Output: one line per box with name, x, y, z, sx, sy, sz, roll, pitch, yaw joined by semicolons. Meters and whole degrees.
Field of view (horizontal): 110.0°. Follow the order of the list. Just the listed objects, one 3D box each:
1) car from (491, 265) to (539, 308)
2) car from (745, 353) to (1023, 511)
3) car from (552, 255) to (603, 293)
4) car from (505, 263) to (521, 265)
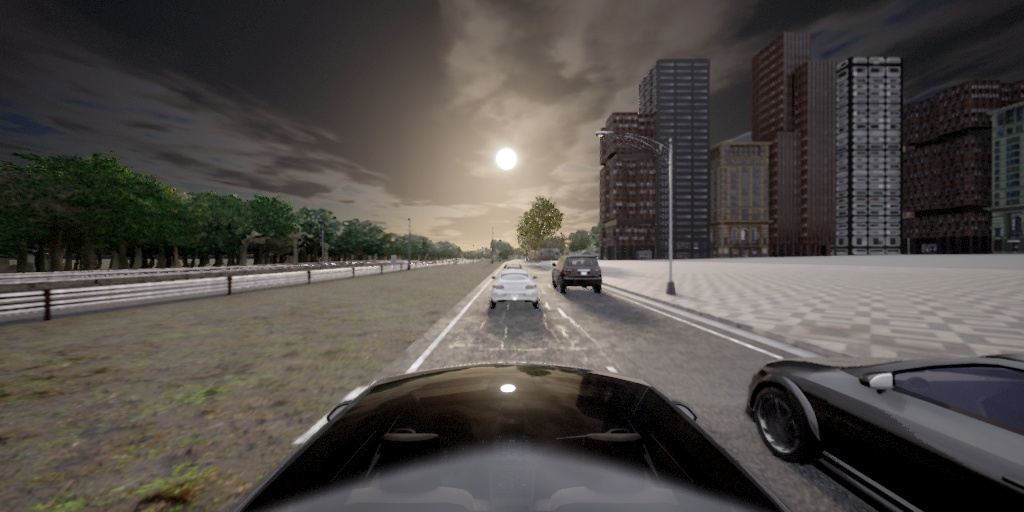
car;0.099;1.266;15.073;1.812;1.442;4.674;0;0;0
car;3.600;1.314;2.295;1.994;1.385;4.181;0;0;0
car;3.599;0.958;20.593;2.150;2.045;5.566;0;0;0
car;0.095;1.329;32.963;1.895;1.301;4.718;0;0;0
